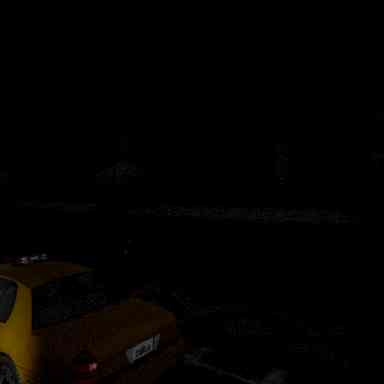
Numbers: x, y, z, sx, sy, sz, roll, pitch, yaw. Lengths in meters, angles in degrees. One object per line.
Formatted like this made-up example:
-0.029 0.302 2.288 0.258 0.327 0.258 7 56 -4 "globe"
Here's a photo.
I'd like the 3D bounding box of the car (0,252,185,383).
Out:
-2.362 1.525 4.650 4.829 1.417 1.752 0 0 36 "car"
